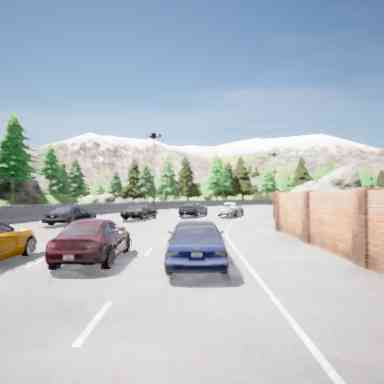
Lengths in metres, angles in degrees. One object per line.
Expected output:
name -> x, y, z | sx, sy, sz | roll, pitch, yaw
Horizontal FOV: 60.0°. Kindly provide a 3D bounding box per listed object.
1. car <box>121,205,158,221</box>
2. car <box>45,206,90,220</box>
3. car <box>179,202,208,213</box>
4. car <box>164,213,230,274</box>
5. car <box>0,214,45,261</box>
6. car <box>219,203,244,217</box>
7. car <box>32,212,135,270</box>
car -> -4.739, 1.896, 30.658 | 1.895, 1.301, 4.718 | 0, -1, 14
car -> -9.366, 1.815, 25.829 | 2.033, 1.411, 5.357 | 0, -1, 10
car -> 0.213, 1.804, 34.211 | 2.128, 1.511, 4.902 | -1, -1, 21
car -> 0.132, 1.647, 10.855 | 2.033, 1.411, 5.357 | 0, 0, 0
car -> -6.864, 1.598, 10.617 | 1.882, 1.535, 5.008 | 0, 0, 0
car -> 4.099, 1.827, 34.579 | 1.812, 1.442, 4.674 | -1, -1, 22
car -> -3.361, 1.641, 11.389 | 1.812, 1.442, 4.674 | 0, 0, 0
